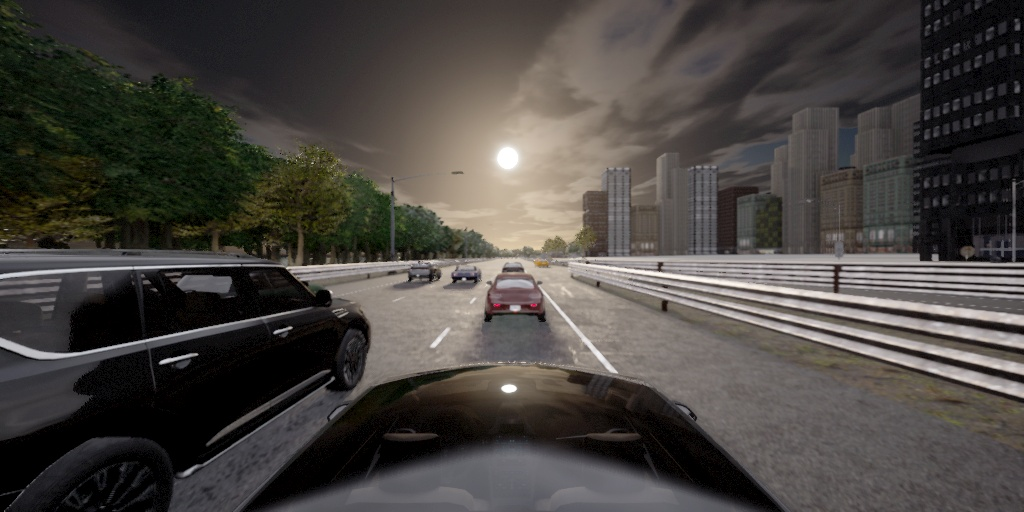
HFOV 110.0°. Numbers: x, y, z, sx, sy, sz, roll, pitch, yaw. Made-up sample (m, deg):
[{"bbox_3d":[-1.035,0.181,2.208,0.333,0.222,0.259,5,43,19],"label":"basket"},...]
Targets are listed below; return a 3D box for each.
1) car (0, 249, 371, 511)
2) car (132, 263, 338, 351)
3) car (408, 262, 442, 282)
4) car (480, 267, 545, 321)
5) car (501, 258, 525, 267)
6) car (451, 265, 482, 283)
[{"bbox_3d":[-3.403,0.973,3.591,2.150,2.045,5.566,0,0,0],"label":"car"},{"bbox_3d":[-6.901,1.106,9.774,2.097,1.767,4.553,0,0,0],"label":"car"},{"bbox_3d":[-6.898,1.237,28.723,2.128,1.511,4.902,0,0,0],"label":"car"},{"bbox_3d":[0.089,1.280,12.276,1.812,1.442,4.674,0,0,0],"label":"car"},{"bbox_3d":[0.102,1.221,30.403,1.882,1.535,5.008,0,0,0],"label":"car"},{"bbox_3d":[-3.397,1.347,27.660,1.895,1.301,4.718,0,0,0],"label":"car"}]
